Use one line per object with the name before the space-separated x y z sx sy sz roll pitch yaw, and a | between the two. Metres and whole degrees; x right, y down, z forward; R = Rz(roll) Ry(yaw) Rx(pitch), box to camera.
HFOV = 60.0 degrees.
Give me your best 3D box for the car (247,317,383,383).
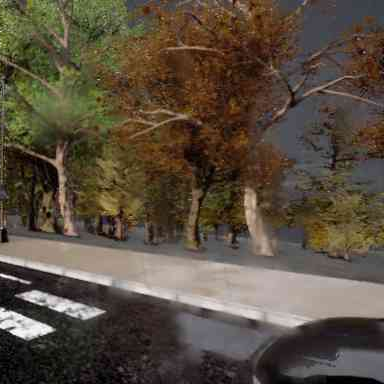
car | 2.656 1.479 1.792 4.902 1.511 2.128 -1 0 35
